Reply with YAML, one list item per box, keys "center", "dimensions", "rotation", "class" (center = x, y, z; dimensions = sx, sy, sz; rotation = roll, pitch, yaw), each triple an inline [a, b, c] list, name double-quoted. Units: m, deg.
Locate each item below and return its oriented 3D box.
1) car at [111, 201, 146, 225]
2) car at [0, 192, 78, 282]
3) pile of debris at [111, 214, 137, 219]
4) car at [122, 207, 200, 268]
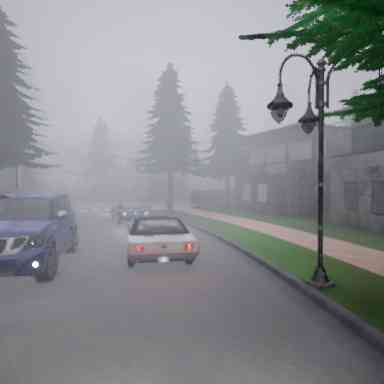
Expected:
- center: [-3.879, 1.187, 20.562]
  dimensions: [1.895, 1.301, 4.718]
  rotation: [-1, 1, -20]
  class: "car"
- center: [-4.622, 1.038, 9.298]
  dimensions: [2.150, 2.045, 5.566]
  rotation: [0, 1, -10]
  class: "car"
- center: [-4.759, 1.711, 23.130]
  dimensions: [1.500, 0.140, 1.860]
  rotation: [-1, 1, -21]
  class: "pile of debris"
- center: [-1.162, 1.384, 10.598]
  dimensions: [1.895, 1.301, 4.718]
  rotation: [0, 1, -12]
  class: "car"
